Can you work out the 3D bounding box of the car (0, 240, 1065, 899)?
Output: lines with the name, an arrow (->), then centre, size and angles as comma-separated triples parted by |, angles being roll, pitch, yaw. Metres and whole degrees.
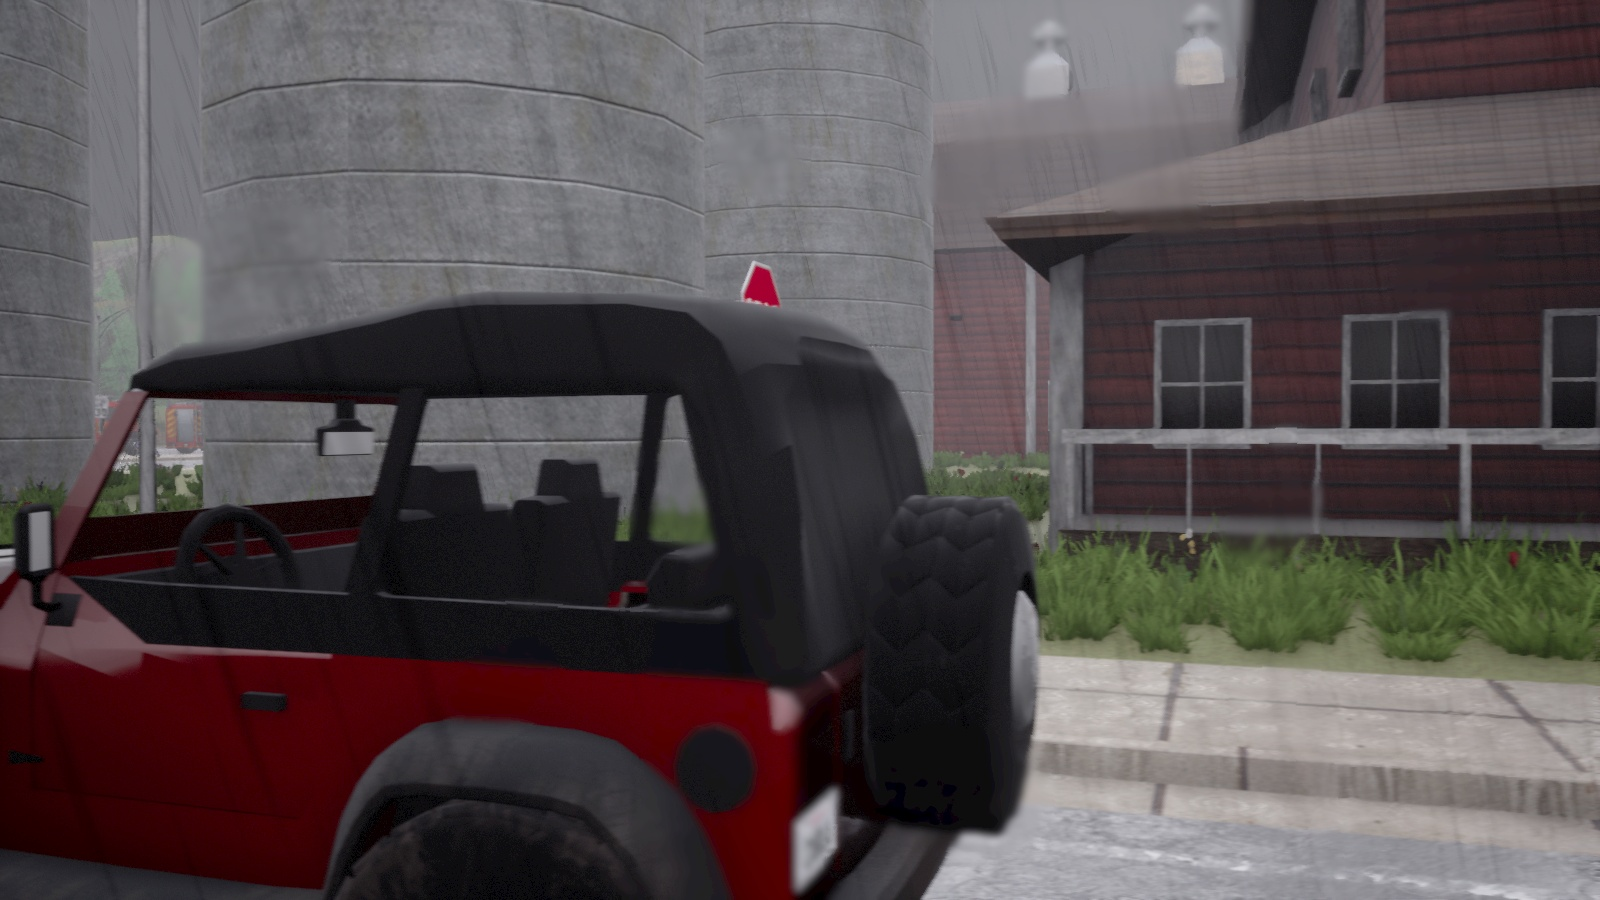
car -> -1.316, 0.554, 3.632 | 3.866, 1.878, 1.905 | 1, 1, 19
